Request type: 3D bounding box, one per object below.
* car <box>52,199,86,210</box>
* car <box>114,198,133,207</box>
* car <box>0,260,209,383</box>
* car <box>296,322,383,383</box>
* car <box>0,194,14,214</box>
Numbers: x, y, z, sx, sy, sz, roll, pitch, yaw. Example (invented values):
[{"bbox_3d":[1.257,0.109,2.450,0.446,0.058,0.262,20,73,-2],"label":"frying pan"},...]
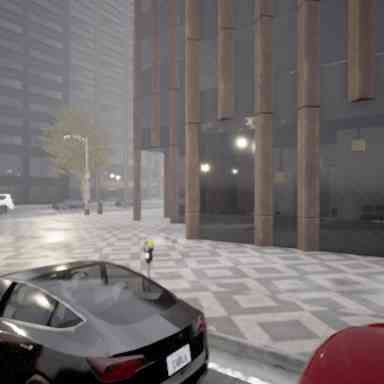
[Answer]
[{"bbox_3d":[-15.376,1.570,41.826,1.994,1.385,4.181,0,0,36],"label":"car"},{"bbox_3d":[-9.596,1.549,49.929,1.994,1.385,4.181,0,0,36],"label":"car"},{"bbox_3d":[-1.807,1.573,4.257,4.313,1.339,1.947,0,0,36],"label":"car"},{"bbox_3d":[2.776,1.312,0.977,5.009,1.841,2.192,0,0,36],"label":"car"},{"bbox_3d":[-21.140,1.249,33.746,2.150,2.045,5.566,0,0,35],"label":"car"}]
